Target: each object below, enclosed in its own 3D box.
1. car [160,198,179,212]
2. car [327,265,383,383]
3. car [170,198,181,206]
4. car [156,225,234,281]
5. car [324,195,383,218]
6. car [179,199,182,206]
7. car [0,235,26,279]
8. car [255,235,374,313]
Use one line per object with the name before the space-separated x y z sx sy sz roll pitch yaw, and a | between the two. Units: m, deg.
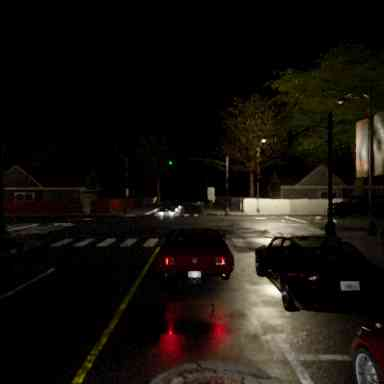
car | -3.142 1.827 43.939 2.033 1.411 5.357 0 0 0
car | 2.637 1.595 2.097 1.802 1.307 4.206 0 0 0
car | -3.114 1.927 64.263 1.837 1.490 4.892 0 0 0
car | 0.084 1.660 10.046 1.895 1.301 4.718 0 0 0
car | 15.174 1.302 30.598 5.566 2.045 2.150 0 0 0
car | -3.157 1.840 53.902 2.128 1.511 4.902 0 0 0
car | -5.392 1.627 7.609 1.802 1.307 4.206 0 0 0
car | 2.633 1.611 7.615 1.947 1.339 4.313 0 0 0
